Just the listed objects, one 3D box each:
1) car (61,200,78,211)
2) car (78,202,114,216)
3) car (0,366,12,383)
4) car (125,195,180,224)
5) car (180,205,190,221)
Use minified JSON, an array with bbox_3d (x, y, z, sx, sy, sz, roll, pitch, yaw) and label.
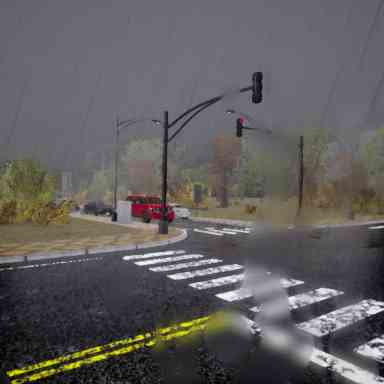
[{"bbox_3d":[-16.156,1.736,43.601,1.812,1.442,4.674,2,-1,-34],"label":"car"},{"bbox_3d":[-9.632,1.685,34.192,2.033,1.411,5.357,2,-2,-35],"label":"car"},{"bbox_3d":[-3.256,1.504,1.115,4.892,1.490,1.837,0,0,-35],"label":"car"},{"bbox_3d":[-3.507,1.300,25.824,2.150,2.045,5.566,2,-1,-35],"label":"car"},{"bbox_3d":[-1.971,1.695,28.648,1.812,1.442,4.674,2,-2,-36],"label":"car"}]
